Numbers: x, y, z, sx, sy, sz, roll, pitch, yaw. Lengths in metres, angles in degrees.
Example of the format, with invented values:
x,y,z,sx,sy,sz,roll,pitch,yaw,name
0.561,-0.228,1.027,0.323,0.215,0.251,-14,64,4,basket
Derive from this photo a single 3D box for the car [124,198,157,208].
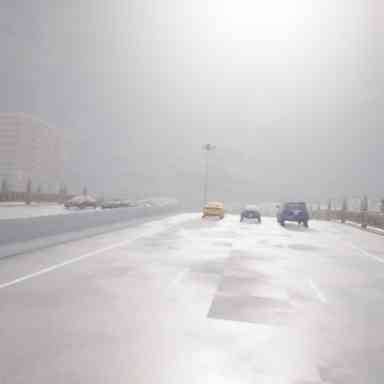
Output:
x,y,z,sx,sy,sz,roll,pitch,yaw,name
-4.867,1.430,33.772,1.812,1.442,4.674,3,0,10,car

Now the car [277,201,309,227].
x,y,z,sx,sy,sz,roll,pitch,yaw,name
8.646,1.816,28.786,2.150,2.045,5.566,3,0,10,car

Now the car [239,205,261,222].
x,y,z,sx,sy,sz,roll,pitch,yaw,name
5.580,1.974,31.619,1.812,1.442,4.674,3,0,10,car

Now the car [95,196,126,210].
x,y,z,sx,sy,sz,roll,pitch,yaw,name
-8.096,1.252,35.552,1.837,1.490,4.892,3,-1,10,car

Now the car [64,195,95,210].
x,y,z,sx,sy,sz,roll,pitch,yaw,name
-11.680,1.079,35.377,1.812,1.442,4.674,3,0,10,car

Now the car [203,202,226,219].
x,y,z,sx,sy,sz,roll,pitch,yaw,name
2.284,1.762,33.046,1.882,1.535,5.008,3,0,10,car
